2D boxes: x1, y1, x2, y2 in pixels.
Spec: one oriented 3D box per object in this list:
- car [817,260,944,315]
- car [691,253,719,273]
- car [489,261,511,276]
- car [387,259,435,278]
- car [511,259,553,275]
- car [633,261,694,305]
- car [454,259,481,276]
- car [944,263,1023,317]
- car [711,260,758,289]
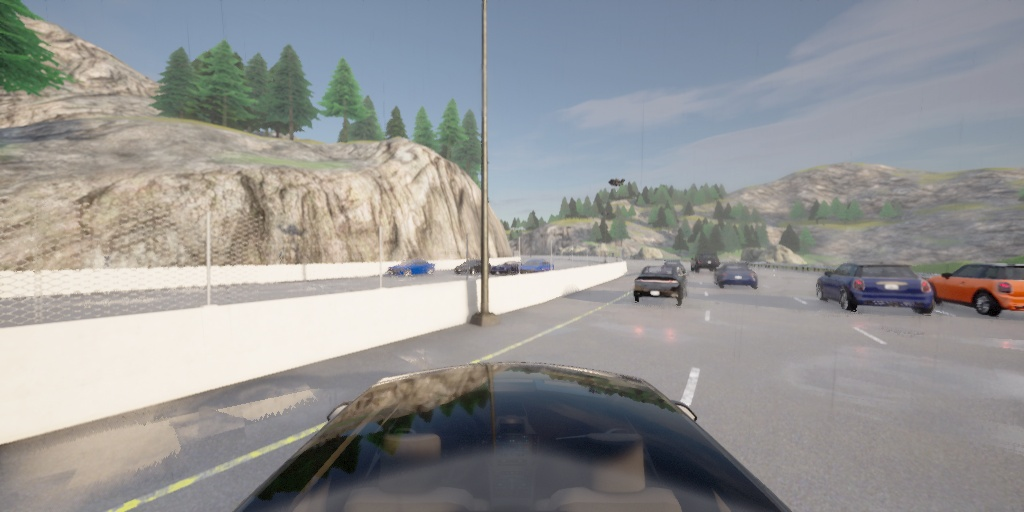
[{"bbox_3d":[13.308,1.020,13.492,2.097,1.767,4.553,0,0,28],"label":"car"},{"bbox_3d":[20.459,0.734,38.082,2.150,2.045,5.566,0,0,19],"label":"car"},{"bbox_3d":[-0.378,1.159,33.732,1.895,1.301,4.718,0,0,24],"label":"car"},{"bbox_3d":[-8.926,1.054,31.944,1.882,1.535,5.008,0,0,25],"label":"car"},{"bbox_3d":[1.996,1.053,30.516,1.882,1.535,5.008,0,0,24],"label":"car"},{"bbox_3d":[6.524,1.152,15.597,2.128,1.511,4.902,0,0,28],"label":"car"},{"bbox_3d":[-3.771,1.060,34.750,1.837,1.490,4.892,0,0,24],"label":"car"},{"bbox_3d":[16.675,1.023,12.376,2.097,1.767,4.553,0,0,28],"label":"car"},{"bbox_3d":[13.764,1.179,22.223,1.994,1.385,4.181,0,0,26],"label":"car"}]
